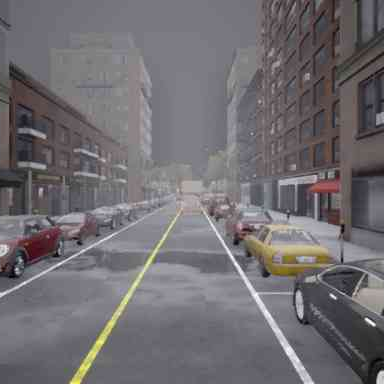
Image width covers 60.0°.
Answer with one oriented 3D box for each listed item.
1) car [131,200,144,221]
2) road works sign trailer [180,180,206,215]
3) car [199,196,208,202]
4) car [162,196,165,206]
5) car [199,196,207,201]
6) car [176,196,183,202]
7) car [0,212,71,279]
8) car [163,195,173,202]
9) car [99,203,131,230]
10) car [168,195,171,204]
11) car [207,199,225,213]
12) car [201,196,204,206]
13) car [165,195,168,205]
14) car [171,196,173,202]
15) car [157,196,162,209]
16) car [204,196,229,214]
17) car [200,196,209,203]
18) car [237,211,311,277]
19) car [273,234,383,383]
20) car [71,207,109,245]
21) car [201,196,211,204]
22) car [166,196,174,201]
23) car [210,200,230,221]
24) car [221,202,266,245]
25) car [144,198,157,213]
[{"bbox_3d":[-5.387,1.550,26.386,2.008,1.369,4.403,0,0,0],"label":"car"},{"bbox_3d":[0.000,0.463,34.279,2.380,3.560,2.880,0,0,0],"label":"road works sign trailer"},{"bbox_3d":[2.638,1.593,76.058,1.802,1.307,4.206,0,0,0],"label":"car"},{"bbox_3d":[-5.387,1.543,48.462,1.887,1.381,4.507,0,0,0],"label":"car"},{"bbox_3d":[2.638,1.581,81.576,1.947,1.339,4.313,0,0,0],"label":"car"},{"bbox_3d":[-2.750,1.510,75.958,2.033,1.411,5.357,0,0,0],"label":"car"},{"bbox_3d":[-5.387,1.440,9.830,1.967,1.590,4.097,0,0,0],"label":"car"},{"bbox_3d":[-5.388,1.451,76.056,1.967,1.590,4.097,0,0,0],"label":"car"},{"bbox_3d":[-5.387,1.550,20.868,2.008,1.369,4.403,0,0,0],"label":"car"},{"bbox_3d":[-5.387,1.551,59.499,2.008,1.369,4.403,0,0,0],"label":"car"},{"bbox_3d":[2.634,1.524,37.598,1.752,1.417,4.829,0,0,0],"label":"car"},{"bbox_3d":[2.638,1.581,53.985,1.802,1.307,4.206,0,0,0],"label":"car"},{"bbox_3d":[-5.387,1.565,53.981,1.947,1.339,4.313,0,0,0],"label":"car"},{"bbox_3d":[-5.388,1.443,65.018,1.967,1.590,4.097,0,0,0],"label":"car"},{"bbox_3d":[-5.387,1.549,42.943,2.008,1.369,4.403,0,0,0],"label":"car"},{"bbox_3d":[2.638,1.314,31.912,2.192,1.841,5.009,0,0,0],"label":"car"},{"bbox_3d":[2.637,1.552,70.540,1.887,1.381,4.507,0,0,0],"label":"car"},{"bbox_3d":[2.638,1.525,10.008,1.752,1.417,4.829,0,0,0],"label":"car"},{"bbox_3d":[2.638,1.550,4.320,2.008,1.369,4.403,0,0,0],"label":"car"},{"bbox_3d":[-5.387,1.581,15.349,1.802,1.307,4.206,0,0,0],"label":"car"},{"bbox_3d":[2.637,1.529,65.192,1.752,1.417,4.829,0,0,0],"label":"car"},{"bbox_3d":[-5.388,1.597,81.575,1.802,1.307,4.206,0,0,0],"label":"car"},{"bbox_3d":[2.638,1.581,26.393,1.802,1.307,4.206,0,0,0],"label":"car"},{"bbox_3d":[2.638,1.440,15.356,1.967,1.590,4.097,0,0,0],"label":"car"},{"bbox_3d":[-5.387,1.581,37.424,1.802,1.307,4.206,0,0,0],"label":"car"}]
